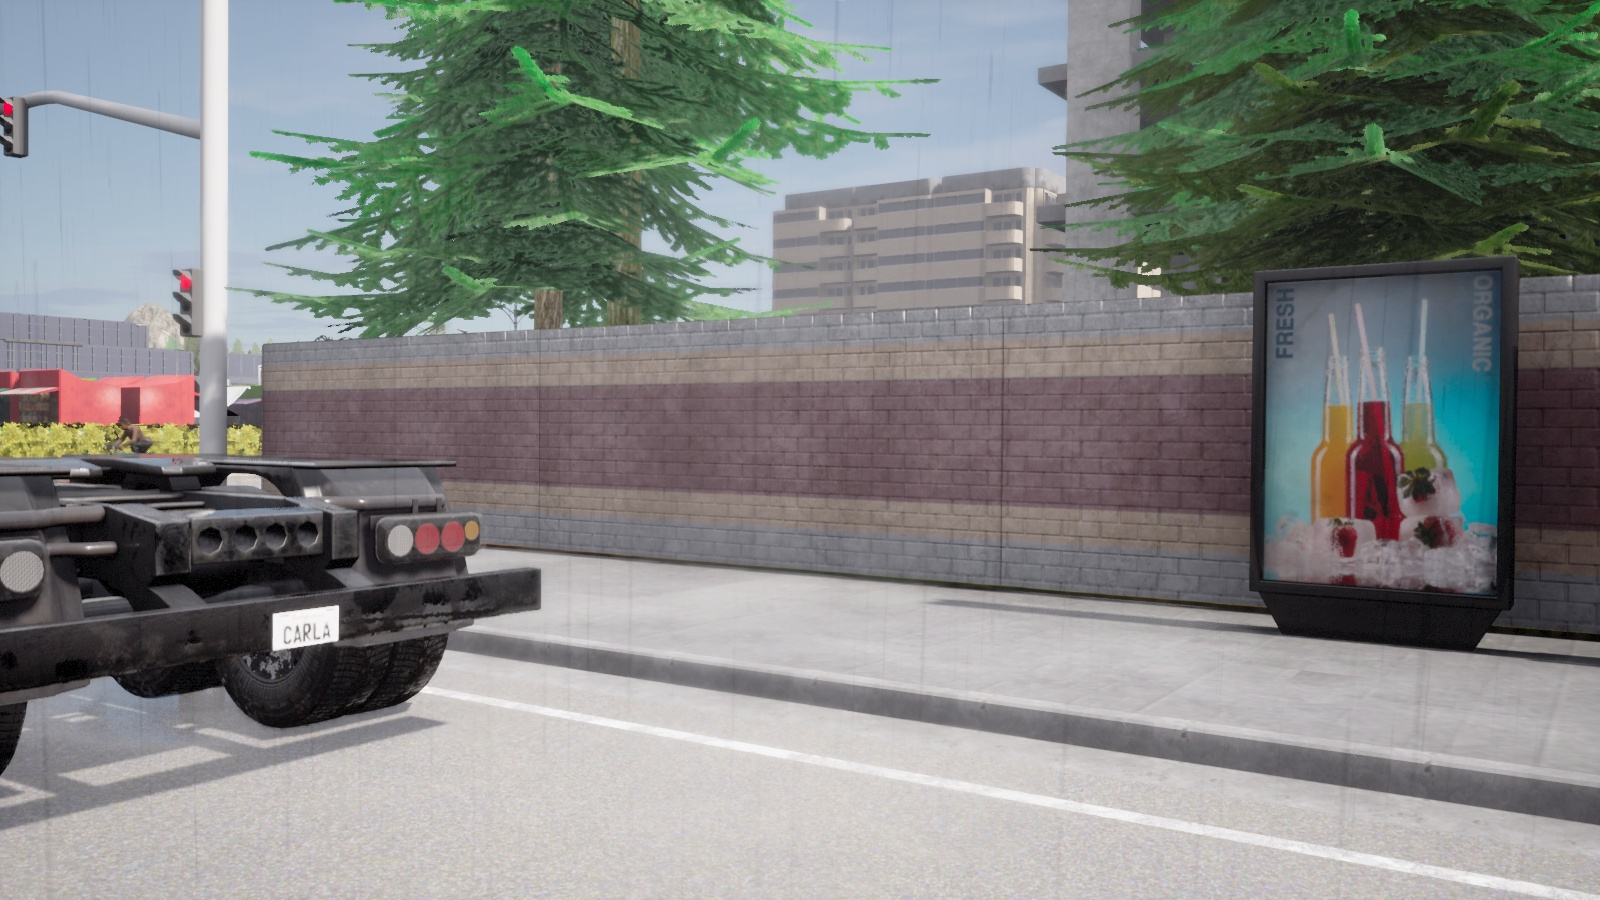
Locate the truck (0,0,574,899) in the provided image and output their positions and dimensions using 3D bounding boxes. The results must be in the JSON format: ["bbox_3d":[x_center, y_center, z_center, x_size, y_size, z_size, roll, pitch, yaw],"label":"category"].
[{"bbox_3d":[-5.216,-0.300,7.067,7.936,3.462,2.891,0,1,34],"label":"truck"}]

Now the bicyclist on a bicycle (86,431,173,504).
[{"bbox_3d":[-15.328,0.375,28.757,0.582,1.620,1.656,0,1,33],"label":"bicyclist on a bicycle"}]
